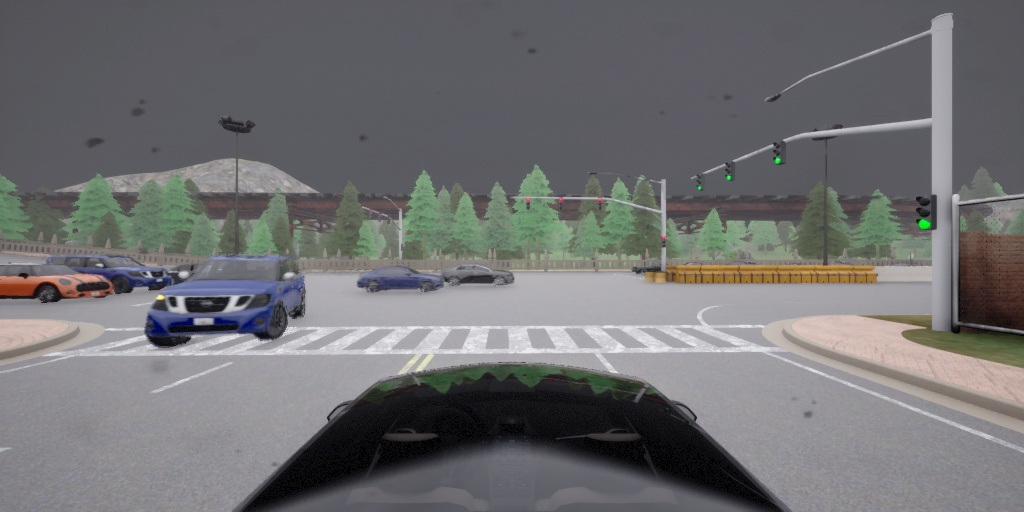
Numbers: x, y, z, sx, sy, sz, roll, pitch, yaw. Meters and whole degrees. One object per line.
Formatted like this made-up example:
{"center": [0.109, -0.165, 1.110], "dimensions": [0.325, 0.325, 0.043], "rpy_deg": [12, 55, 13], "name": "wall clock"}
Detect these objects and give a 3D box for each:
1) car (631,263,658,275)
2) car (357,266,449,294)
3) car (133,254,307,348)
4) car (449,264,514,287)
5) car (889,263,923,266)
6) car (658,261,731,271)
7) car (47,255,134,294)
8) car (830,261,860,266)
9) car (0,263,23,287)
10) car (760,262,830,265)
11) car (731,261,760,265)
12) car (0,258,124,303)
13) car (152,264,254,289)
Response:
{"center": [15.291, 1.351, 38.278], "dimensions": [4.718, 1.301, 1.895], "rpy_deg": [0, 0, -2], "name": "car"}
{"center": [-6.112, 1.276, 19.899], "dimensions": [4.674, 1.442, 1.812], "rpy_deg": [0, 0, -2], "name": "car"}
{"center": [-7.206, 0.972, 9.842], "dimensions": [2.150, 2.045, 5.566], "rpy_deg": [2, -1, -21], "name": "car"}
{"center": [-2.298, 1.241, 23.521], "dimensions": [4.902, 1.511, 2.128], "rpy_deg": [0, 0, -2], "name": "car"}
{"center": [34.811, 1.314, 31.880], "dimensions": [4.181, 1.385, 1.994], "rpy_deg": [0, 0, -2], "name": "car"}
{"center": [15.876, 1.228, 31.294], "dimensions": [5.008, 1.535, 1.882], "rpy_deg": [0, 0, -2], "name": "car"}
{"center": [-21.930, 0.965, 19.406], "dimensions": [5.566, 2.045, 2.150], "rpy_deg": [0, 0, -2], "name": "car"}
{"center": [34.895, 1.242, 38.887], "dimensions": [4.902, 1.511, 2.128], "rpy_deg": [0, 0, -2], "name": "car"}
{"center": [-34.241, 1.159, 22.535], "dimensions": [4.181, 1.385, 1.994], "rpy_deg": [2, 0, -2], "name": "car"}
{"center": [24.867, 1.314, 31.575], "dimensions": [4.181, 1.385, 1.994], "rpy_deg": [0, 0, -2], "name": "car"}
{"center": [24.544, 1.241, 38.568], "dimensions": [4.902, 1.511, 2.128], "rpy_deg": [0, 0, -2], "name": "car"}
{"center": [-20.839, 1.100, 15.938], "dimensions": [4.553, 1.767, 2.097], "rpy_deg": [0, 0, -2], "name": "car"}
{"center": [-19.659, 1.251, 22.980], "dimensions": [4.892, 1.490, 1.837], "rpy_deg": [0, 0, -2], "name": "car"}
